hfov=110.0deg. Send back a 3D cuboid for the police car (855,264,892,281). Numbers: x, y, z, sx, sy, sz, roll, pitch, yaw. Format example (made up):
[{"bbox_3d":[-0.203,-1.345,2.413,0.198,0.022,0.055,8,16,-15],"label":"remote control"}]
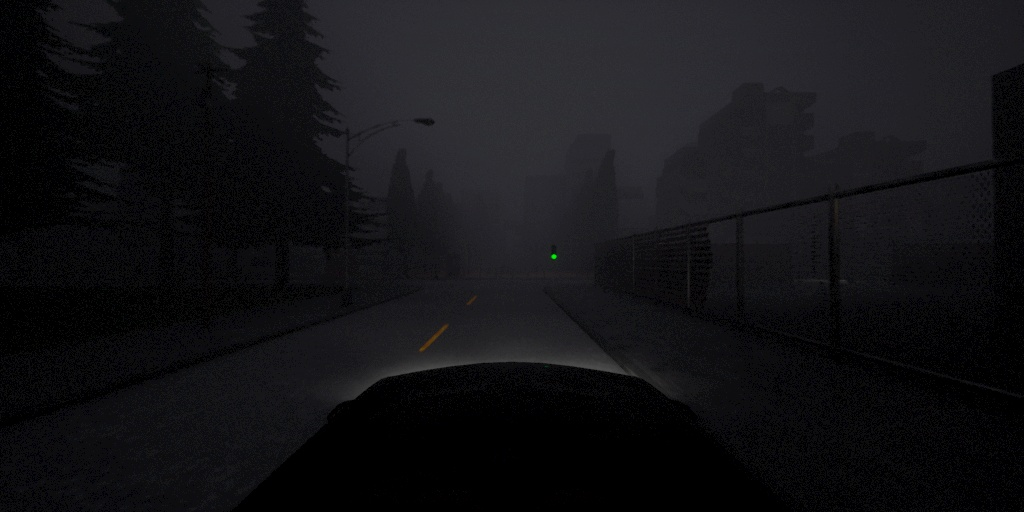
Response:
[{"bbox_3d":[37.543,1.647,36.079,5.238,1.638,1.930,0,-1,0],"label":"police car"}]
